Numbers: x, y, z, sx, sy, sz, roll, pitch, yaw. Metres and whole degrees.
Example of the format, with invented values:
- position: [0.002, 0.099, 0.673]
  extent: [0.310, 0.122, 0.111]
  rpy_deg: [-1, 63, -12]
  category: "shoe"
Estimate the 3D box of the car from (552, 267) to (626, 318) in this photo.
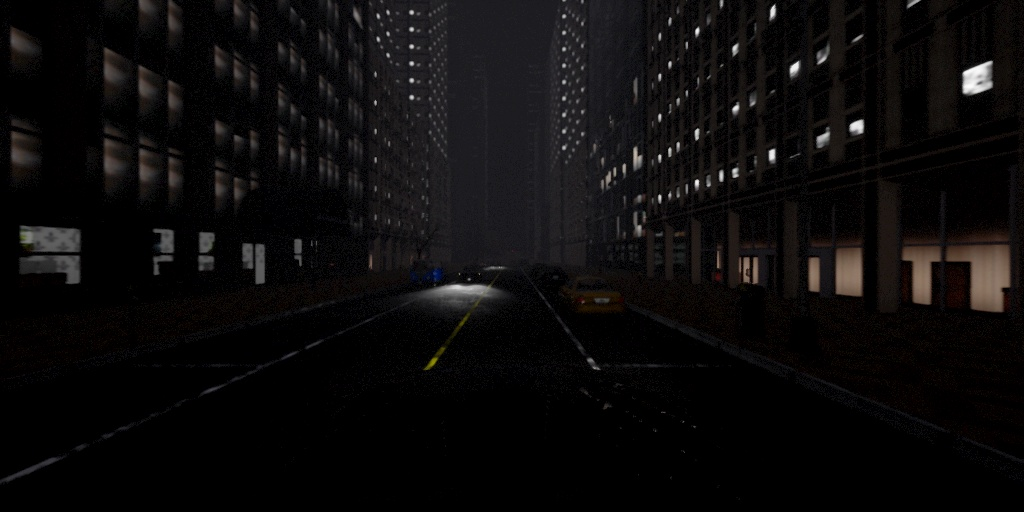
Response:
- position: [2.695, 1.295, 13.014]
  extent: [1.751, 1.417, 4.829]
  rpy_deg: [0, 0, 0]
  category: "car"

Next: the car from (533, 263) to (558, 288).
- position: [2.700, 1.352, 24.241]
  extent: [1.948, 1.339, 4.313]
  rpy_deg: [0, 0, 0]
  category: "car"

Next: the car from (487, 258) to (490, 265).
- position: [-5.663, 1.137, 64.137]
  extent: [2.192, 1.841, 5.009]
  rpy_deg: [0, 0, 0]
  category: "car"

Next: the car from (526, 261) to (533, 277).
- position: [2.704, 1.366, 35.638]
  extent: [1.948, 1.339, 4.313]
  rpy_deg: [0, 0, 0]
  category: "car"

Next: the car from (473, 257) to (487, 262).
- position: [-5.666, 1.365, 58.438]
  extent: [1.888, 1.381, 4.507]
  rpy_deg: [0, 0, 0]
  category: "car"

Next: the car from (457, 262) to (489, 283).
- position: [-3.088, 1.393, 28.191]
  extent: [1.895, 1.301, 4.718]
  rpy_deg: [0, 0, 0]
  category: "car"

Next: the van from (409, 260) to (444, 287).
- position: [-5.681, 1.128, 24.249]
  extent: [1.690, 1.789, 3.998]
  rpy_deg: [0, 0, 0]
  category: "van"
